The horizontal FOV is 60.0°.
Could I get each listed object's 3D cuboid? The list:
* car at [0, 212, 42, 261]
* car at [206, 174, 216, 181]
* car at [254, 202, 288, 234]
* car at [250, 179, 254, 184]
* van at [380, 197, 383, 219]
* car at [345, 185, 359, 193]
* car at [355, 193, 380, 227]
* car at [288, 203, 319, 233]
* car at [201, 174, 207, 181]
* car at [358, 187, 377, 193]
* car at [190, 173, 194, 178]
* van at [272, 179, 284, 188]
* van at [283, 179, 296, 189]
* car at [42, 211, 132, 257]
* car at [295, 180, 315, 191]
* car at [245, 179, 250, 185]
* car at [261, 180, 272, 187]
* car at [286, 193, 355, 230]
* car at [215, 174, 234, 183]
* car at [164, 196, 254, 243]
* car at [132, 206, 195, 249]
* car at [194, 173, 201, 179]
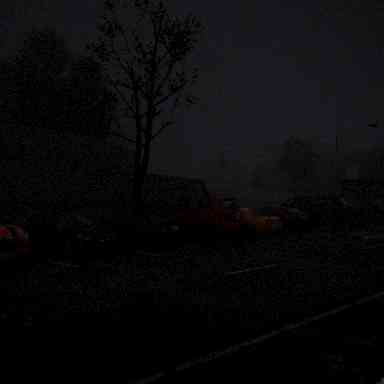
[{"bbox_3d":[-7.476,1.367,11.231,4.553,1.767,2.185,-1,-1,34],"label":"car"},{"bbox_3d":[6.992,-3.697,87.268,2.435,2.045,5.566,7,3,34],"label":"car"},{"bbox_3d":[2.168,1.504,18.285,5.366,1.575,1.946,-1,-1,35],"label":"car"},{"bbox_3d":[15.702,-2.042,75.045,2.002,1.452,4.674,7,3,35],"label":"car"},{"bbox_3d":[12.247,1.298,25.055,4.442,1.987,1.878,-1,-1,35],"label":"van"},{"bbox_3d":[27.824,-0.425,57.786,2.435,2.045,5.566,7,3,35],"label":"car"},{"bbox_3d":[9.711,1.268,23.383,5.566,2.045,2.435,-1,-1,35],"label":"car"},{"bbox_3d":[4.773,1.550,19.915,4.674,1.452,2.002,-1,-1,35],"label":"car"},{"bbox_3d":[5.195,-3.849,89.732,2.185,1.767,4.553,6,3,34],"label":"car"},{"bbox_3d":[29.517,0.138,55.315,2.002,1.452,4.674,7,3,35],"label":"car"},{"bbox_3d":[1.689,-4.361,94.547,2.435,2.045,5.566,1,-1,34],"label":"car"},{"bbox_3d":[19.113,-1.763,69.997,1.878,1.987,4.442,7,4,35],"label":"van"},{"bbox_3d":[20.844,-1.489,67.527,1.878,1.987,4.442,7,4,35],"label":"van"},{"bbox_3d":[-5.011,1.495,12.959,4.892,1.521,2.231,-1,-1,34],"label":"car"},{"bbox_3d":[22.607,-0.991,65.166,2.231,1.521,4.892,7,3,35],"label":"car"},{"bbox_3d":[13.958,-2.316,77.505,2.002,1.452,4.674,7,3,35],"label":"car"},{"bbox_3d":[17.536,-1.810,72.726,1.946,1.575,5.366,7,3,35],"label":"car"},{"bbox_3d":[7.199,1.264,21.675,5.566,2.045,2.435,-1,-1,35],"label":"car"},{"bbox_3d":[8.845,-3.174,85.011,1.946,1.575,5.366,7,3,34],"label":"car"},{"bbox_3d":[-0.150,1.249,16.455,5.566,2.045,2.435,-1,-1,34],"label":"car"},{"bbox_3d":[-2.593,1.525,14.708,4.792,1.488,2.163,-1,-1,34],"label":"car"},{"bbox_3d":[3.463,-4.083,92.201,2.185,1.767,4.553,4,1,33],"label":"car"}]
